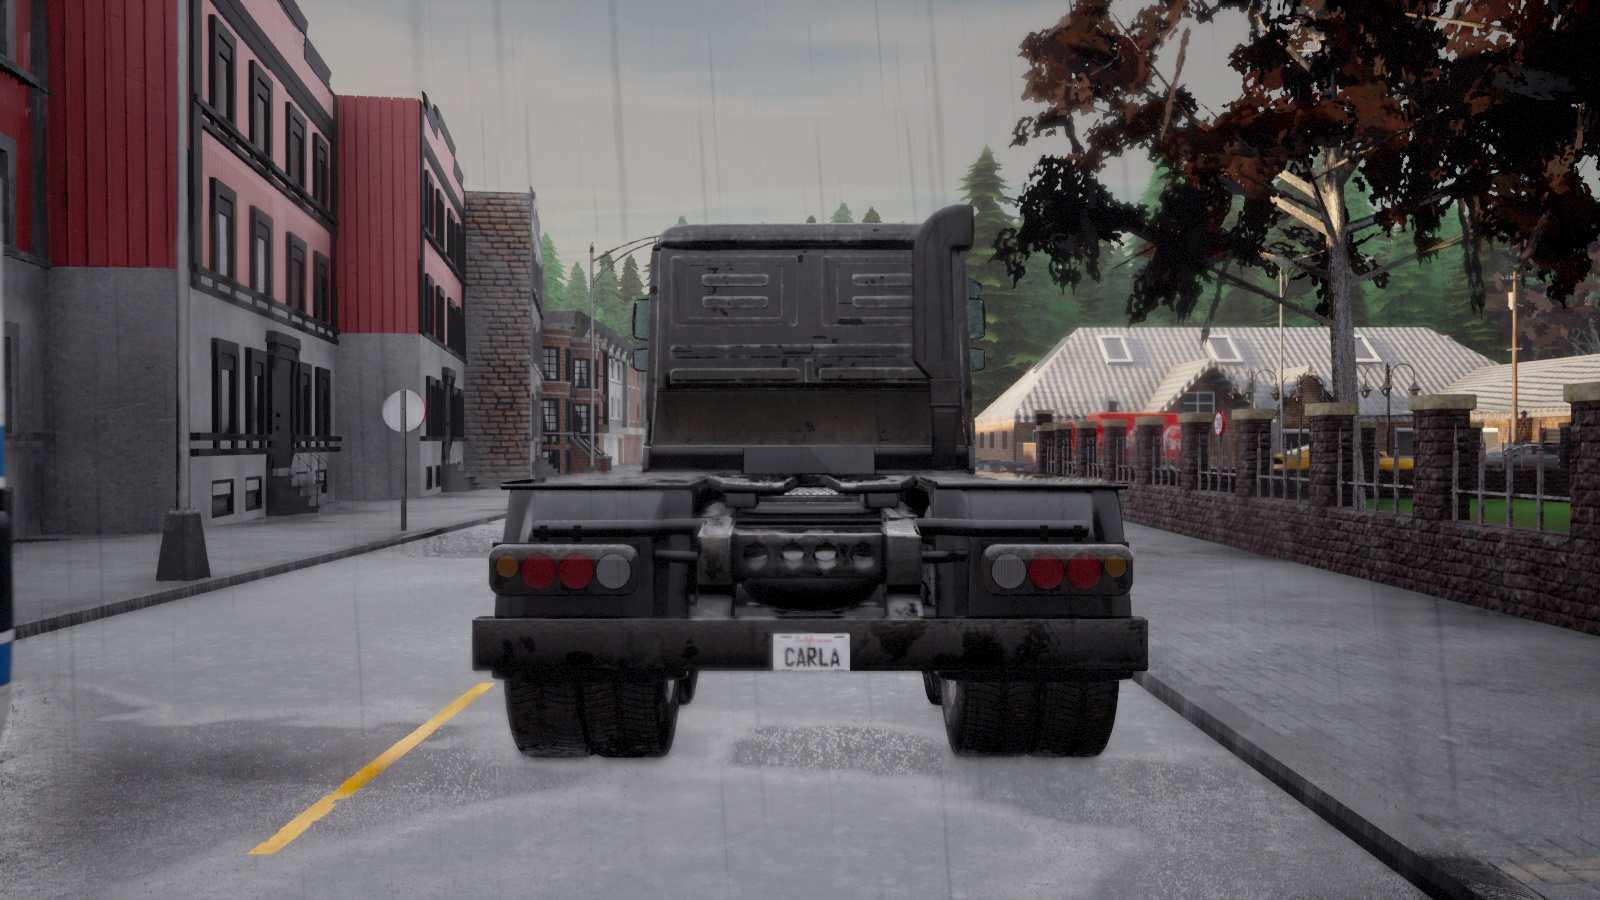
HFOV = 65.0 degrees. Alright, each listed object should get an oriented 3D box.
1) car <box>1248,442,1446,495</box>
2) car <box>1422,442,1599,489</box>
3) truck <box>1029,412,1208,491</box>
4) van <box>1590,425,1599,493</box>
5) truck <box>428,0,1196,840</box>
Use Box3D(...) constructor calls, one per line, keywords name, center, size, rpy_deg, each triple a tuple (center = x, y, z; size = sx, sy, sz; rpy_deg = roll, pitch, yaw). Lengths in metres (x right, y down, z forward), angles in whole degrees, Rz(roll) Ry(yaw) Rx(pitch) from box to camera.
Box3D(name="car", center=(16.047, 0.528, 36.972), size=(5.008, 1.535, 1.882), rpy_deg=(0, 0, -1))
Box3D(name="car", center=(23.301, 0.490, 41.003), size=(4.902, 1.511, 2.128), rpy_deg=(0, 0, 1))
Box3D(name="truck", center=(10.325, 0.037, 41.091), size=(5.204, 2.467, 2.627), rpy_deg=(0, 0, 1))
Box3D(name="van", center=(26.112, 0.282, 36.942), size=(4.480, 2.038, 2.069), rpy_deg=(0, 0, -1))
Box3D(name="truck", center=(0.065, -0.284, 8.702), size=(2.891, 3.462, 7.936), rpy_deg=(0, 0, 0))
